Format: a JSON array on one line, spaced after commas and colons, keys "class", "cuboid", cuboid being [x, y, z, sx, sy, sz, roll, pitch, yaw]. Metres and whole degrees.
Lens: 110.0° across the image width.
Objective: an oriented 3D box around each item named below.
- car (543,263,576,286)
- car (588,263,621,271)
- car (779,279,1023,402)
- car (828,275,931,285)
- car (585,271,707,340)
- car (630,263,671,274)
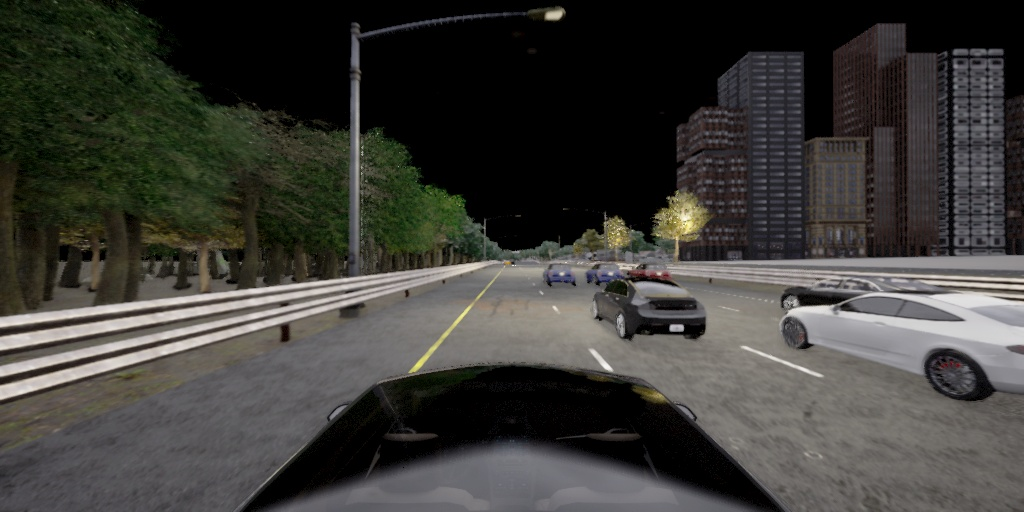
[{"class": "car", "cuboid": [3.596, 1.345, 27.902, 2.097, 1.767, 4.553, 0, 0, 0]}, {"class": "car", "cuboid": [7.096, 1.345, 27.902, 2.097, 1.767, 4.553, 0, 0, 0]}, {"class": "car", "cuboid": [7.094, 1.323, 6.345, 1.812, 1.442, 4.674, 0, -1, 0]}, {"class": "car", "cuboid": [10.595, 1.335, 10.979, 2.128, 1.511, 4.902, 0, -1, 0]}, {"class": "car", "cuboid": [3.597, 1.342, 10.238, 1.837, 1.490, 4.892, 0, 0, 0]}, {"class": "car", "cuboid": [10.596, 1.345, 27.910, 2.097, 1.767, 4.553, 0, 0, 0]}]
